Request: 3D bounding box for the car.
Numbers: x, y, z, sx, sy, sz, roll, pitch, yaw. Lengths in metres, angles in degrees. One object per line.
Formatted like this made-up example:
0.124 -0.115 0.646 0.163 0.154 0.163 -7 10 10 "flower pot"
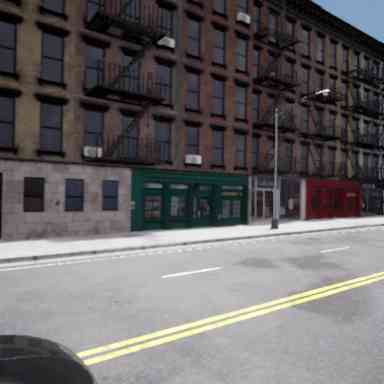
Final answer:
-2.813 1.489 1.435 4.892 1.490 1.837 0 0 -35 "car"
